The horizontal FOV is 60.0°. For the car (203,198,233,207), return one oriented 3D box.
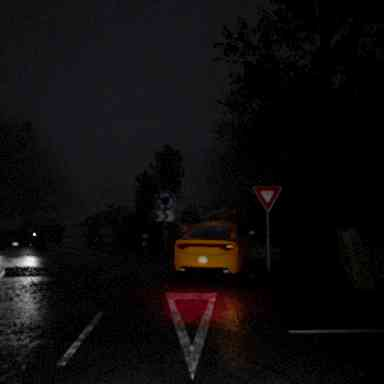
[{"bbox_3d":[4.787,2.286,47.831,5.566,2.045,2.435,0,0,0],"label":"car"}]

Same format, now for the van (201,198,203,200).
[{"bbox_3d":[4.632,2.529,69.983,4.442,1.987,1.878,0,-1,0],"label":"van"}]

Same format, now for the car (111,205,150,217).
[{"bbox_3d":[-8.314,2.523,45.079,4.892,1.521,2.231,0,0,0],"label":"car"}]

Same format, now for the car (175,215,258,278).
[{"bbox_3d":[0.948,1.693,10.896,1.882,1.535,5.008,-1,-3,16],"label":"car"}]

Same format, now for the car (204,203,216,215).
[{"bbox_3d":[4.575,2.507,42.290,5.366,1.575,1.946,0,0,0],"label":"car"}]

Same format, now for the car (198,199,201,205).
[{"bbox_3d":[4.720,2.541,72.753,5.566,2.045,2.435,0,-1,0],"label":"car"}]

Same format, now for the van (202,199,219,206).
[{"bbox_3d":[4.858,2.758,86.728,4.442,1.987,1.878,0,-1,0],"label":"van"}]

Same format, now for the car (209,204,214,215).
[{"bbox_3d":[4.759,2.536,39.520,4.674,1.452,2.002,0,0,0],"label":"car"}]

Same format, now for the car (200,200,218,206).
[{"bbox_3d":[4.734,3.057,92.140,5.008,1.535,2.097,0,-1,0],"label":"car"}]

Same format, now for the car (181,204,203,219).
[{"bbox_3d":[-0.189,2.493,36.570,2.128,1.511,4.902,0,0,0],"label":"car"}]

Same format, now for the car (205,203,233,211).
[{"bbox_3d":[4.783,2.641,58.903,4.792,1.488,2.163,0,-1,0],"label":"car"}]

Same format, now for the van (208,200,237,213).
[{"bbox_3d":[4.873,2.342,53.494,4.442,1.987,1.878,0,0,0],"label":"van"}]

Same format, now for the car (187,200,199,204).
[{"bbox_3d":[-0.188,2.670,63.935,1.882,1.535,5.008,0,0,0],"label":"car"}]

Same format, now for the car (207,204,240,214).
[{"bbox_3d":[4.729,2.580,50.599,4.792,1.488,2.163,0,0,0],"label":"car"}]

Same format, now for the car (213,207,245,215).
[{"bbox_3d":[4.760,2.455,31.333,5.008,1.535,2.097,0,0,0],"label":"car"}]

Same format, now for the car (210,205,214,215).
[{"bbox_3d":[4.734,2.512,36.749,4.792,1.488,2.163,0,0,0],"label":"car"}]

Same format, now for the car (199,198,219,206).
[{"bbox_3d":[4.710,2.846,95.038,5.566,2.045,2.435,0,-1,0],"label":"car"}]

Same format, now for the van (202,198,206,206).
[{"bbox_3d":[4.644,2.418,61.657,4.442,1.987,1.878,0,-1,0],"label":"van"}]

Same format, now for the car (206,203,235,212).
[{"bbox_3d":[4.784,2.617,56.263,4.792,1.488,2.163,0,0,0],"label":"car"}]

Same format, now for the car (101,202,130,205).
[{"bbox_3d":[-8.289,2.243,39.528,5.566,2.045,2.435,0,0,0],"label":"car"}]

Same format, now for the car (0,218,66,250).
[{"bbox_3d":[-7.611,1.955,16.013,1.895,1.301,4.718,1,-3,-7],"label":"car"}]

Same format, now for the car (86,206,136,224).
[{"bbox_3d":[-8.345,2.497,33.974,4.792,1.488,2.163,0,0,0],"label":"car"}]

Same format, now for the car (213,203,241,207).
[{"bbox_3d":[4.796,2.343,34.105,4.553,1.767,2.185,0,0,0],"label":"car"}]

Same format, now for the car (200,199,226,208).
[{"bbox_3d":[4.718,2.579,75.523,5.566,2.045,2.435,0,-1,0],"label":"car"}]
